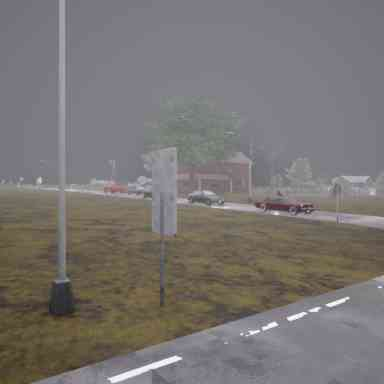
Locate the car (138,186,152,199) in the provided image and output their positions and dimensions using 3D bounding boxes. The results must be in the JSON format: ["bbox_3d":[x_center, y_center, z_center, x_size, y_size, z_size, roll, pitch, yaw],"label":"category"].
[{"bbox_3d":[-4.516,0.018,42.084,2.097,1.767,4.553,0,2,-36],"label":"car"}]

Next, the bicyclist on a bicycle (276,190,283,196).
[{"bbox_3d":[8.843,0.664,33.741,1.656,1.620,0.582,0,2,-36],"label":"bicyclist on a bicycle"}]

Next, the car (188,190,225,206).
[{"bbox_3d":[1.349,0.554,33.915,1.812,1.442,4.674,0,2,-36],"label":"car"}]

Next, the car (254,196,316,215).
[{"bbox_3d":[7.152,0.998,25.837,1.895,1.301,4.718,0,2,-36],"label":"car"}]

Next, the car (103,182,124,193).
[{"bbox_3d":[-14.168,-0.819,60.379,2.150,2.045,5.566,0,2,-36],"label":"car"}]

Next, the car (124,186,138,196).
[{"bbox_3d":[-8.466,-0.188,52.541,1.812,1.442,4.674,0,2,-35],"label":"car"}]
